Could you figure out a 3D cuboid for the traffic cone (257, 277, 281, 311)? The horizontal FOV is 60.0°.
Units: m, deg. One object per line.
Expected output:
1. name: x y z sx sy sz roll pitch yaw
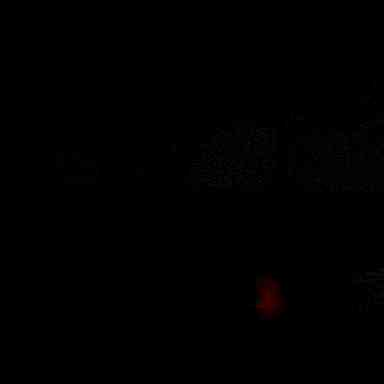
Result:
1. traffic cone: 1.491 1.939 6.448 0.340 0.580 0.340 0 0 -32
